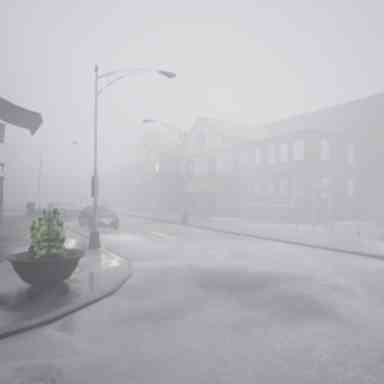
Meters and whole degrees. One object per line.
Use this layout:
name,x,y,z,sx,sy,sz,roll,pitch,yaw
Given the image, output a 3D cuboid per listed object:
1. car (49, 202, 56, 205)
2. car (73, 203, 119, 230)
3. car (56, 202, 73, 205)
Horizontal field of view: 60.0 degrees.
car,-16.496,1.902,40.562,2.033,1.411,5.357,1,-1,-29
car,-6.475,1.711,22.924,2.128,1.511,4.902,1,-1,-30
car,-11.390,1.812,31.578,1.812,1.442,4.674,1,-1,-30
